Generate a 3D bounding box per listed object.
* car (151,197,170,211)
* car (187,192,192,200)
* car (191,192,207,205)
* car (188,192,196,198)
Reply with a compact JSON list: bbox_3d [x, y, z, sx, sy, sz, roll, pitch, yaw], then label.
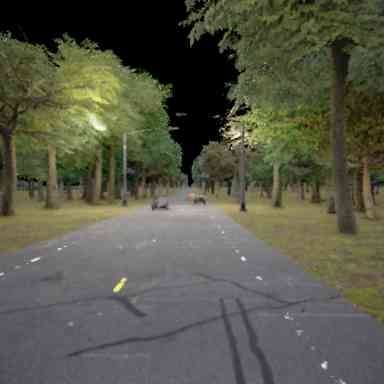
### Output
[{"bbox_3d":[-3.607,1.328,38.528,1.837,1.490,4.892,0,1,0],"label":"car"},{"bbox_3d":[-0.027,0.758,70.314,2.097,1.767,4.553,0,0,0],"label":"car"},{"bbox_3d":[1.204,1.176,52.197,1.837,1.490,4.892,0,1,0],"label":"car"},{"bbox_3d":[-0.035,0.842,87.673,2.128,1.511,4.902,0,0,0],"label":"car"}]
